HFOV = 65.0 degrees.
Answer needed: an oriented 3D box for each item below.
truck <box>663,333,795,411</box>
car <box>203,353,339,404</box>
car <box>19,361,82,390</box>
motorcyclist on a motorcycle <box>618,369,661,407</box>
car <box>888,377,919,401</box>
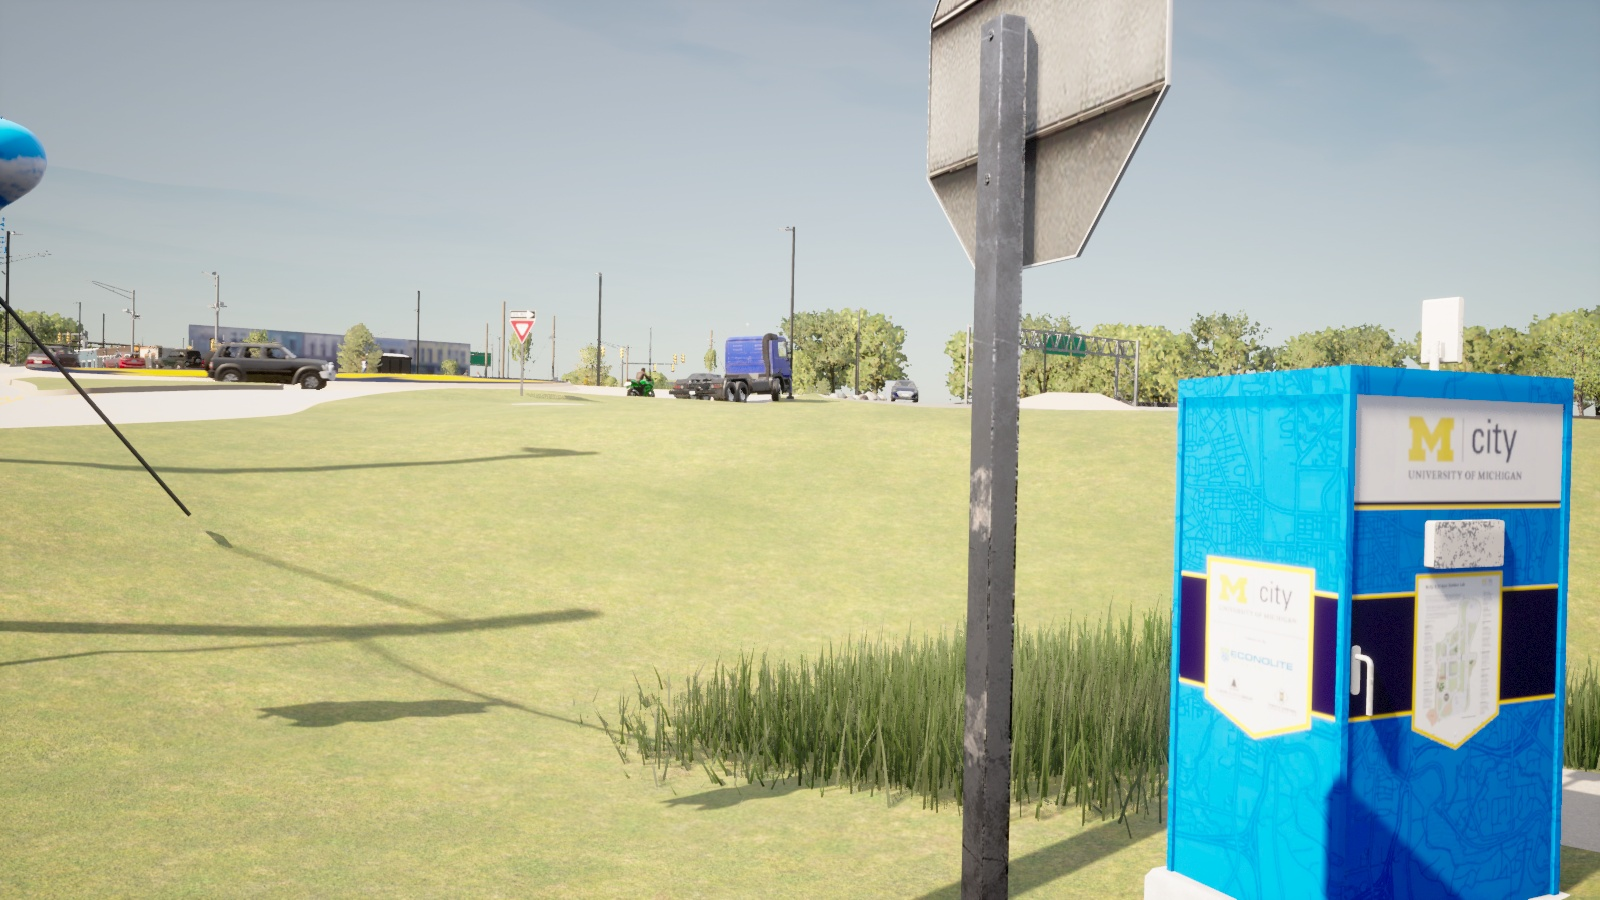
[{"bbox_3d":[-3.347,-3.930,61.973,2.891,3.462,7.936,-1,5,26],"label":"truck"},{"bbox_3d":[-20.416,-2.786,48.681,4.605,1.855,1.932,0,5,-14],"label":"car"},{"bbox_3d":[-43.630,-4.322,73.169,1.789,1.549,3.705,-1,2,-8],"label":"car"},{"bbox_3d":[-6.850,-2.639,53.777,0.797,1.523,2.044,0,1,28],"label":"motorcyclist on a motorcycle"},{"bbox_3d":[7.415,-4.423,90.320,2.033,1.649,4.856,2,3,3],"label":"car"}]
